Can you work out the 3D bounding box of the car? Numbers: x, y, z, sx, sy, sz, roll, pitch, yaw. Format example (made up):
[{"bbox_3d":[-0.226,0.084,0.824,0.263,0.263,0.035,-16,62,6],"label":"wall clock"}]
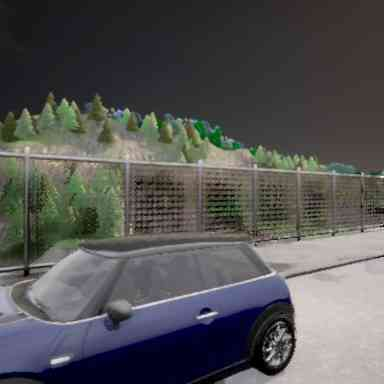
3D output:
[{"bbox_3d":[-0.853,1.357,3.991,4.553,1.767,2.097,0,0,-35],"label":"car"}]
